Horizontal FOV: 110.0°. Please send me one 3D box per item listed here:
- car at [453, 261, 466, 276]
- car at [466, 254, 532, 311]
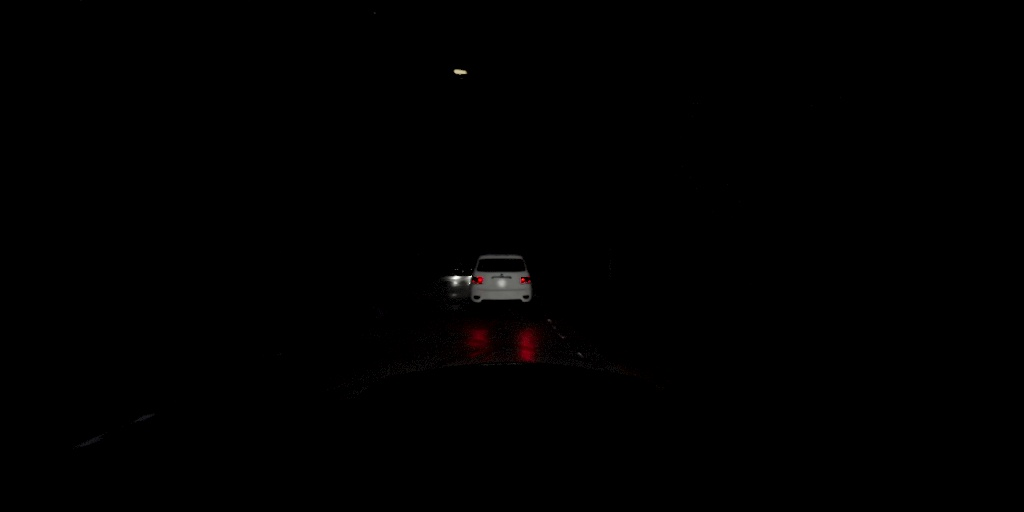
[{"bbox_3d":[-4.871,1.270,37.070,1.837,1.490,4.892,0,0,-3],"label":"car"},{"bbox_3d":[-0.467,0.933,14.268,2.150,2.045,5.566,0,0,-3],"label":"car"}]
